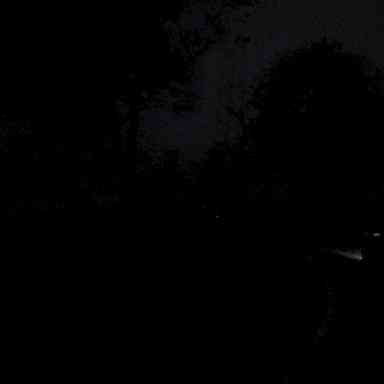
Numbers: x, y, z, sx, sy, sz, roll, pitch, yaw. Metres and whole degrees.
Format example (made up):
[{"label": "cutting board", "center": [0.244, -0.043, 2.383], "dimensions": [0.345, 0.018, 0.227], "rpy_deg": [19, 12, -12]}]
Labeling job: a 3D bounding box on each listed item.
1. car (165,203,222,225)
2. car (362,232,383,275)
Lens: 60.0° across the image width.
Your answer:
[{"label": "car", "center": [-0.018, 1.616, 25.853], "dimensions": [5.008, 1.535, 1.882], "rpy_deg": [0, -1, 41]}, {"label": "car", "center": [6.006, 1.598, 8.884], "dimensions": [1.994, 1.385, 4.181], "rpy_deg": [0, 0, 16]}]
